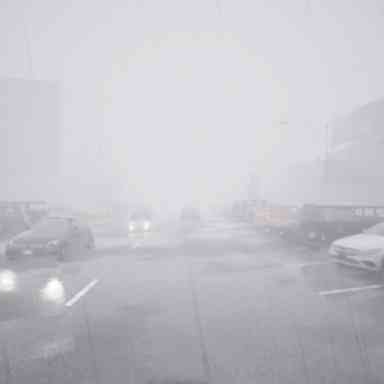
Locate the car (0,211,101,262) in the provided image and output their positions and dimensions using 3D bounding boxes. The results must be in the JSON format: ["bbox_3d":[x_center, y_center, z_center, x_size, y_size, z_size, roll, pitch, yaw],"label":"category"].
[{"bbox_3d":[-5.127,1.652,12.696,1.812,1.442,4.674,0,-1,0],"label":"car"}]

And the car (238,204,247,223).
[{"bbox_3d":[6.321,1.842,24.809,4.892,1.521,2.231,1,-2,-20],"label":"car"}]

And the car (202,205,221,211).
[{"bbox_3d":[5.300,4.350,89.403,4.674,1.452,2.002,2,-2,-21],"label":"car"}]

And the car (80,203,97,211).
[{"bbox_3d":[-11.504,2.059,30.503,4.792,1.488,2.163,0,-2,-20],"label":"car"}]

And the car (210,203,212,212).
[{"bbox_3d":[5.992,2.844,54.135,4.892,1.521,2.231,2,-3,-21],"label":"car"}]

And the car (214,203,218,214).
[{"bbox_3d":[6.056,2.476,48.266,4.553,1.767,2.185,2,-3,-21],"label":"car"}]

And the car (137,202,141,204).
[{"bbox_3d":[-11.841,2.657,54.419,5.566,2.045,2.435,0,-2,-21],"label":"car"}]

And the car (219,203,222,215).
[{"bbox_3d":[6.187,2.271,39.472,5.008,1.535,2.097,1,-2,-21],"label":"car"}]

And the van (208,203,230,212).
[{"bbox_3d":[5.803,3.352,71.783,4.442,1.987,1.878,2,-3,-21],"label":"van"}]

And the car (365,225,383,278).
[{"bbox_3d":[6.414,1.561,7.203,4.674,1.452,2.002,1,-1,-20],"label":"car"}]

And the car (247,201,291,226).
[{"bbox_3d":[6.317,1.646,21.874,4.553,1.767,2.185,1,-2,-20],"label":"car"}]

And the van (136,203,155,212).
[{"bbox_3d":[-11.785,3.941,84.418,4.442,1.987,1.878,0,-2,-19],"label":"van"}]

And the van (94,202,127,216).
[{"bbox_3d":[-11.842,2.433,48.400,4.442,1.987,1.878,0,-2,-21],"label":"van"}]

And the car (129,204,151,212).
[{"bbox_3d":[-11.746,3.664,75.471,4.553,1.767,2.185,0,-2,-19],"label":"car"}]

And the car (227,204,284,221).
[{"bbox_3d":[6.427,2.081,33.672,5.366,1.575,1.946,1,-2,-20],"label":"car"}]

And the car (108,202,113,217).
[{"bbox_3d":[-11.761,2.211,36.406,5.366,1.575,1.946,0,-2,-21],"label":"car"}]

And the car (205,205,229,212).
[{"bbox_3d":[5.637,3.697,74.670,5.008,1.535,2.097,2,-2,-21],"label":"car"}]

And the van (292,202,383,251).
[{"bbox_3d":[6.502,1.380,13.122,4.442,1.987,1.878,1,-1,-20],"label":"van"}]

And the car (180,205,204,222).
[{"bbox_3d":[-0.143,2.172,32.154,1.895,1.301,4.718,0,-2,0],"label":"car"}]

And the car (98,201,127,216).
[{"bbox_3d":[-11.682,2.172,42.448,5.566,2.045,2.435,0,-2,-21],"label":"car"}]

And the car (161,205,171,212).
[{"bbox_3d":[-5.574,3.585,71.357,2.128,1.511,4.902,0,-2,0],"label":"car"}]

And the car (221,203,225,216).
[{"bbox_3d":[6.231,2.174,36.542,5.008,1.535,2.097,1,-2,-20],"label":"car"}]

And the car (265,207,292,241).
[{"bbox_3d":[6.385,1.654,16.012,5.008,1.535,2.097,1,-1,-20],"label":"car"}]

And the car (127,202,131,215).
[{"bbox_3d":[-11.517,2.535,45.508,5.366,1.575,1.946,0,-3,-21],"label":"car"}]

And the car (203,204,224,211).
[{"bbox_3d":[5.408,3.938,83.509,4.553,1.767,2.185,2,-3,-21],"label":"car"}]

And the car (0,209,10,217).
[{"bbox_3d":[-11.428,1.715,15.529,4.674,1.452,2.002,0,-1,-20],"label":"car"}]

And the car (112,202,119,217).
[{"bbox_3d":[-11.795,2.312,39.396,5.366,1.575,1.946,0,-2,-21],"label":"car"}]

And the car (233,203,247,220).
[{"bbox_3d":[6.300,1.915,27.746,4.892,1.521,2.231,1,-2,-20],"label":"car"}]

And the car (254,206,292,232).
[{"bbox_3d":[6.337,1.740,18.928,4.792,1.488,2.163,1,-1,-20],"label":"car"}]

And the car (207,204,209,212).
[{"bbox_3d":[5.915,3.087,59.997,5.008,1.535,2.097,2,-2,-21],"label":"car"}]

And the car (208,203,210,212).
[{"bbox_3d":[5.950,2.966,57.065,4.892,1.521,2.231,2,-3,-21],"label":"car"}]

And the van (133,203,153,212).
[{"bbox_3d":[-11.635,3.690,78.509,4.442,1.987,1.878,0,-3,-19],"label":"van"}]

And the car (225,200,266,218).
[{"bbox_3d":[6.310,1.746,30.699,5.566,2.045,2.435,1,-2,-20],"label":"car"}]

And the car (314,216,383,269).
[{"bbox_3d":[6.405,1.600,10.142,4.674,1.452,2.002,1,-1,-20],"label":"car"}]

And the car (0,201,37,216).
[{"bbox_3d":[-11.418,1.607,18.532,4.553,1.767,2.185,0,-1,-20],"label":"car"}]

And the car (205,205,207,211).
[{"bbox_3d":[5.811,3.331,65.864,5.008,1.535,2.097,2,-2,-21],"label":"car"}]

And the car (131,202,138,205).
[{"bbox_3d":[-11.599,2.780,51.495,5.366,1.575,1.946,0,-3,-21],"label":"car"}]

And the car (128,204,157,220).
[{"bbox_3d":[-5.179,2.271,35.281,1.895,1.301,4.718,0,-2,-1],"label":"car"}]

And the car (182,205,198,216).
[{"bbox_3d":[-0.259,2.534,45.865,2.128,1.511,4.902,0,-2,0],"label":"car"}]

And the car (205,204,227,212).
[{"bbox_3d":[5.538,3.693,77.615,4.553,1.767,2.185,2,-3,-21],"label":"car"}]

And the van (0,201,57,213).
[{"bbox_3d":[-11.360,1.570,21.566,4.442,1.987,1.878,0,-2,-20],"label":"van"}]

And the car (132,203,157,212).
[{"bbox_3d":[-11.684,3.790,81.478,5.566,2.045,2.435,0,-3,-19],"label":"car"}]

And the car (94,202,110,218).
[{"bbox_3d":[-11.387,2.113,33.546,5.366,1.575,1.946,0,-2,-20],"label":"car"}]

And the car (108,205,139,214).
[{"bbox_3d":[-11.839,3.035,57.421,4.892,1.521,2.231,0,-2,-20],"label":"car"}]

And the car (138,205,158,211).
[{"bbox_3d":[-11.633,4.292,87.445,5.008,1.535,2.097,0,-2,-19],"label":"car"}]

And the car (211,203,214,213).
[{"bbox_3d":[6.038,2.721,51.201,5.008,1.535,2.097,2,-3,-21],"label":"car"}]

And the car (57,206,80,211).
[{"bbox_3d":[-11.313,1.865,24.577,5.366,1.575,1.946,0,-2,-20],"label":"car"}]
